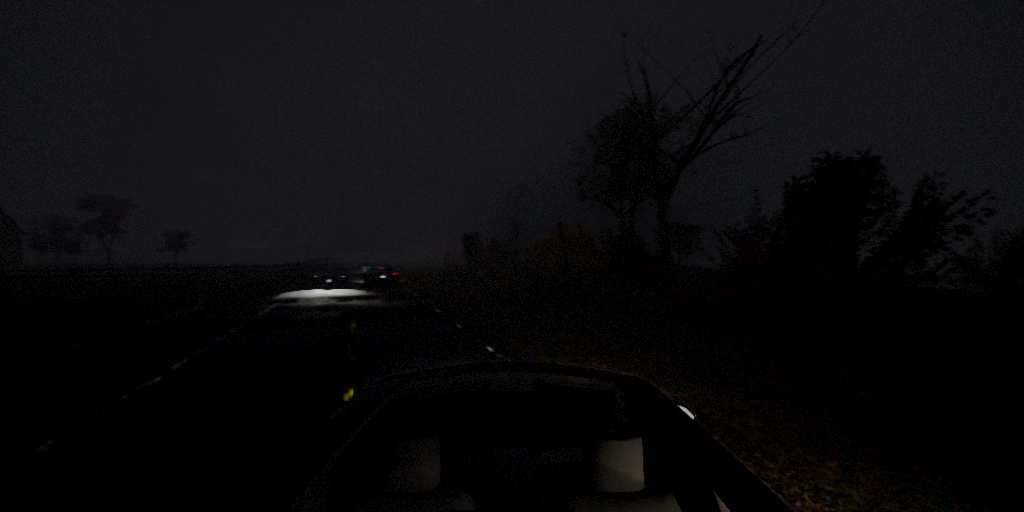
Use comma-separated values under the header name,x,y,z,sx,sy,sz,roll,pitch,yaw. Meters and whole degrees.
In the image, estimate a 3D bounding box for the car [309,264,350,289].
name,x,y,z,sx,sy,sz,roll,pitch,yaw
car,-10.844,1.156,21.574,1.994,1.385,4.181,1,0,-23

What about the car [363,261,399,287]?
name,x,y,z,sx,sy,sz,roll,pitch,yaw
car,-8.519,1.200,23.337,1.994,1.385,4.181,1,0,-23
